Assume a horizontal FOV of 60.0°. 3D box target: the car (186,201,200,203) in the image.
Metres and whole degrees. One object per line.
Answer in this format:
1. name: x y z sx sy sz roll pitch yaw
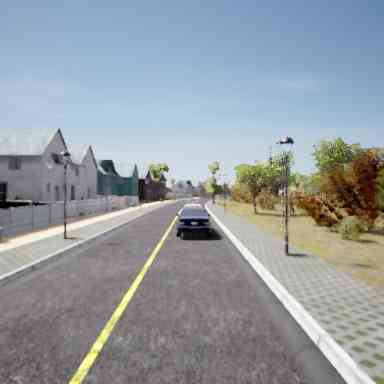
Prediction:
1. car: 0.122 1.626 38.071 1.895 1.301 4.718 0 0 0

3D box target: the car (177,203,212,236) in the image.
1. car: 0.102 1.561 18.592 2.033 1.411 5.357 0 0 0
